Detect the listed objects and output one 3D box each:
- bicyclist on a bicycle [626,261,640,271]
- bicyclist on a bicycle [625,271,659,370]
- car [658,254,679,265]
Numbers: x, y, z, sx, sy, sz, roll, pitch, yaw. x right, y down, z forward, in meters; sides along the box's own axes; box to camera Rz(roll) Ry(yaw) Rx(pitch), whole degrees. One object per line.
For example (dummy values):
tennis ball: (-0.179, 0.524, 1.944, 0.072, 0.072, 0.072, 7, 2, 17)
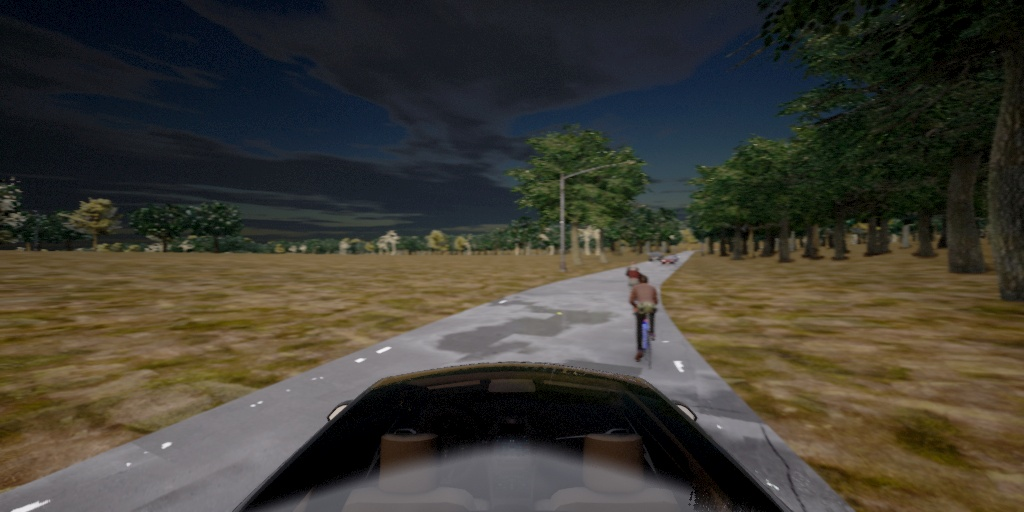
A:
bicyclist on a bicycle: (5.068, 1.075, 14.983, 0.659, 1.776, 1.843, -1, 0, 19)
bicyclist on a bicycle: (2.509, 1.187, 6.774, 0.582, 1.620, 1.656, -1, 0, 15)
car: (25.152, 0.730, 57.538, 1.895, 1.301, 4.718, 0, 1, 27)
